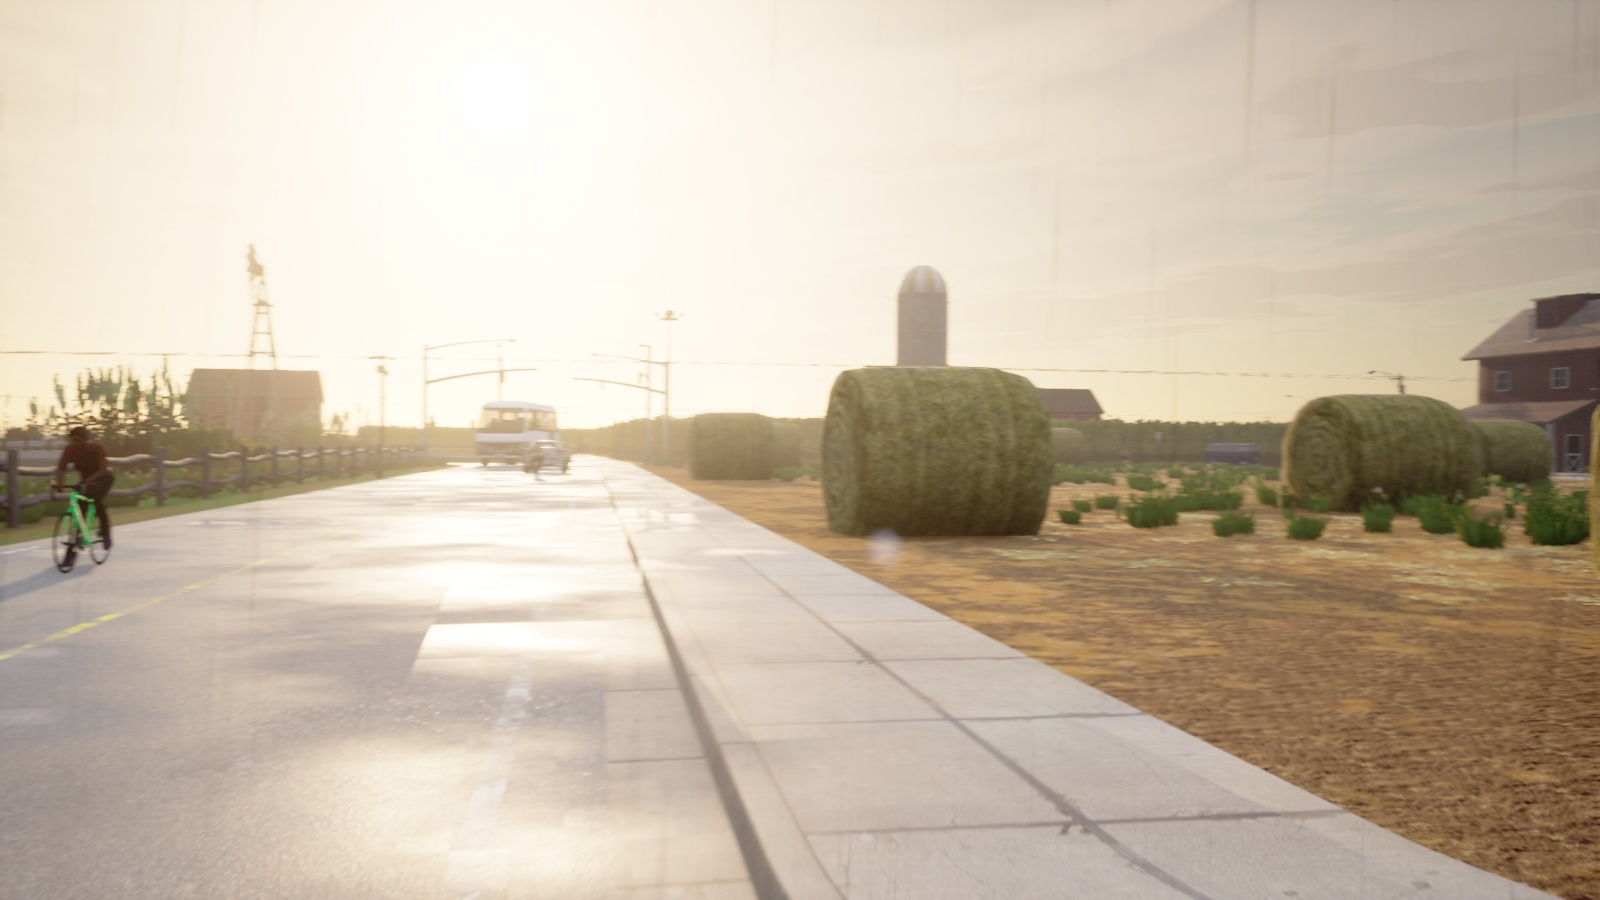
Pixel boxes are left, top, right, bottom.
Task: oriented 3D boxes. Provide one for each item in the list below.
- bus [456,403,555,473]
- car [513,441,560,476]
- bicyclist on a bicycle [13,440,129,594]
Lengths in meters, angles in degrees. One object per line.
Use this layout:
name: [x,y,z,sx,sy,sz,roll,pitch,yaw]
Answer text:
bus: [-19.234,-0.738,82.877,3.944,4.253,10.273,-1,0,1]
car: [-13.119,0.408,62.750,2.152,1.651,5.027,-1,0,-10]
bicyclist on a bicycle: [-8.191,0.704,14.181,0.582,1.620,1.656,-1,0,-10]
